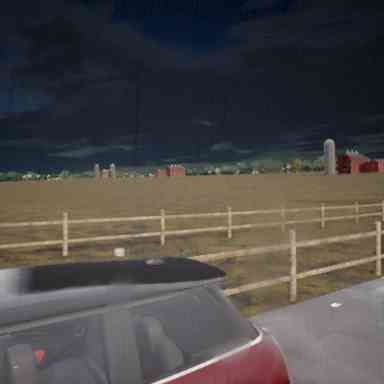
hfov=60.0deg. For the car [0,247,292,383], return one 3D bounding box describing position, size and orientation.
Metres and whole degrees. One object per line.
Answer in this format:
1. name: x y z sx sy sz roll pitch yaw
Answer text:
1. car: -1.440 1.352 2.042 4.553 1.767 2.097 0 0 -35
